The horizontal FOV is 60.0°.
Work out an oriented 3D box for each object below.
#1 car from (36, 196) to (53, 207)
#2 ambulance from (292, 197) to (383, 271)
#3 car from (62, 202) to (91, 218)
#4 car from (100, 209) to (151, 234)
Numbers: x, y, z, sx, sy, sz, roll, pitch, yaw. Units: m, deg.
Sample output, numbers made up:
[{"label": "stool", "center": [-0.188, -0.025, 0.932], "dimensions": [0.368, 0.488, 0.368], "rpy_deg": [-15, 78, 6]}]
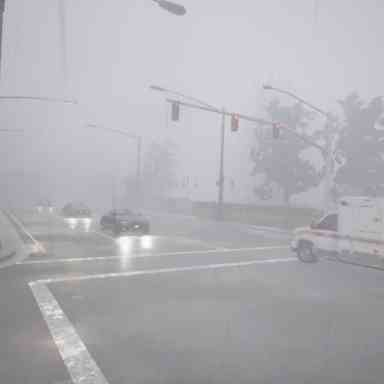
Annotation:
[{"label": "car", "center": [-22.001, 1.393, 49.419], "dimensions": [1.837, 1.490, 4.892], "rpy_deg": [3, -1, -31]}, {"label": "ambulance", "center": [6.106, 1.411, 10.299], "dimensions": [2.351, 2.431, 6.366], "rpy_deg": [3, -1, -32]}, {"label": "car", "center": [-10.717, 1.600, 30.823], "dimensions": [1.994, 1.385, 4.181], "rpy_deg": [3, -1, -31]}, {"label": "car", "center": [-4.072, 1.697, 19.976], "dimensions": [1.994, 1.385, 4.181], "rpy_deg": [3, -1, -31]}]
